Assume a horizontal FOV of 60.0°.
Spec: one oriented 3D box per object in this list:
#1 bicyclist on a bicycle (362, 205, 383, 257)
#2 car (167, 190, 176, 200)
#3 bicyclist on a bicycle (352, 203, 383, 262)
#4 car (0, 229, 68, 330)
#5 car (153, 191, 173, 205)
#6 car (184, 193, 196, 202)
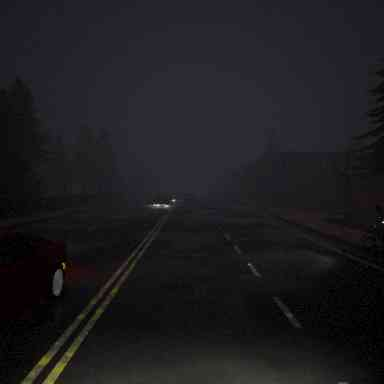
[{"bbox_3d":[6.003,1.098,9.792,1.656,1.620,0.582,10,25,7],"label":"bicyclist on a bicycle"},{"bbox_3d":[-4.116,0.489,61.368,2.097,1.767,4.553,0,1,0],"label":"car"},{"bbox_3d":[6.159,1.205,10.515,1.656,1.620,0.582,-10,2,4],"label":"bicyclist on a bicycle"},{"bbox_3d":[-3.625,1.402,5.262,1.882,1.535,5.008,0,1,0],"label":"car"},{"bbox_3d":[-3.997,0.942,44.181,1.994,1.385,4.181,0,1,0],"label":"car"},{"bbox_3d":[-0.369,0.834,50.708,2.033,1.411,5.357,0,1,-1],"label":"car"}]
